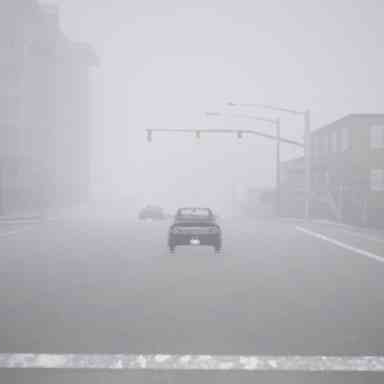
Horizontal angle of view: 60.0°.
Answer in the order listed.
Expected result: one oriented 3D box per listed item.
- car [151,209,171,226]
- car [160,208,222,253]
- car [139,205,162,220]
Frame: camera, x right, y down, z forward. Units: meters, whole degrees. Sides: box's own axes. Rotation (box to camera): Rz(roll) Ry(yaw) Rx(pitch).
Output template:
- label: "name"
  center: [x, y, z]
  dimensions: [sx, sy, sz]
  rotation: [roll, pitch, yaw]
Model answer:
- label: "car"
  center: [-3.588, 3.094, 39.547]
  dimensions: [1.882, 1.535, 5.008]
  rotation: [0, -11, 0]
- label: "car"
  center: [0.101, 1.361, 13.151]
  dimensions: [2.128, 1.511, 4.902]
  rotation: [0, 1, 0]
- label: "car"
  center: [-3.591, 1.892, 30.404]
  dimensions: [1.994, 1.385, 4.181]
  rotation: [0, -4, 0]
